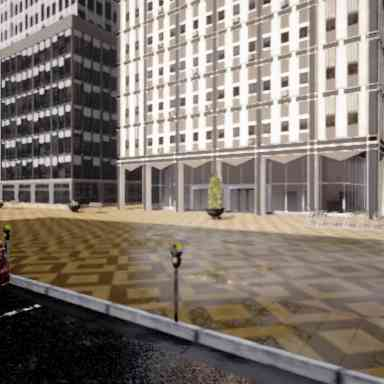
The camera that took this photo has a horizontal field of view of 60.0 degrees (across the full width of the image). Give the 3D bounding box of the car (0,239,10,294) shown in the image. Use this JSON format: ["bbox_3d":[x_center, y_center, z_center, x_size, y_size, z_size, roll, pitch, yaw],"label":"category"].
[{"bbox_3d":[-5.845,1.340,7.040,5.009,1.841,2.192,0,0,36],"label":"car"}]
